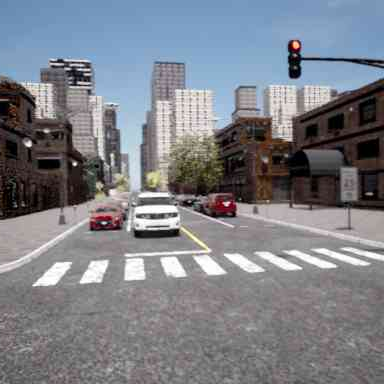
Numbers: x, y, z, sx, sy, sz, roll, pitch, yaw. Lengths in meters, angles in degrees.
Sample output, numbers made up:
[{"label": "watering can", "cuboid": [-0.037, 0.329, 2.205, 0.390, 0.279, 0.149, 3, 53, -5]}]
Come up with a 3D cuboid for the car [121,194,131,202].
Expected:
[{"label": "car", "cuboid": [-13.694, 1.227, 69.409, 2.008, 1.369, 4.403, -1, 0, -10]}]

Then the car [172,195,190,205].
[{"label": "car", "cuboid": [-1.626, 1.161, 49.085, 2.008, 1.369, 4.403, -1, 0, -10]}]

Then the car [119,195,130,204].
[{"label": "car", "cuboid": [-11.757, 1.246, 58.356, 1.752, 1.417, 4.829, -1, 0, -10]}]

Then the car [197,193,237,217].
[{"label": "car", "cuboid": [2.185, 1.031, 27.313, 2.192, 1.841, 5.009, -1, 0, -10]}]

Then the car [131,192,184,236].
[{"label": "car", "cuboid": [-2.046, 1.091, 17.979, 2.150, 2.045, 5.566, -1, 0, -10]}]

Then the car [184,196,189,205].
[{"label": "car", "cuboid": [-0.672, 1.201, 43.643, 1.947, 1.339, 4.313, -1, 0, -10]}]

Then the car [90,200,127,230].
[{"label": "car", "cuboid": [-5.198, 1.449, 20.416, 1.887, 1.381, 4.507, -1, 0, -10]}]

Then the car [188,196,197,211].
[{"label": "car", "cuboid": [1.235, 1.255, 32.758, 1.947, 1.339, 4.313, -1, 0, -10]}]

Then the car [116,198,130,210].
[{"label": "car", "cuboid": [-6.065, 1.440, 25.870, 1.947, 1.339, 4.313, -1, 0, -10]}]

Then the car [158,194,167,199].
[{"label": "car", "cuboid": [-7.346, 1.058, 81.739, 1.802, 1.307, 4.206, -1, 0, -10]}]

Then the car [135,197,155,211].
[{"label": "car", "cuboid": [-5.473, 1.312, 38.074, 2.033, 1.411, 5.357, -1, 0, -10]}]

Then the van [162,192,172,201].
[{"label": "van", "cuboid": [-5.444, 0.859, 70.853, 1.690, 1.788, 3.998, -1, 0, -10]}]

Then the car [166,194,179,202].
[{"label": "car", "cuboid": [-3.533, 1.144, 59.969, 1.802, 1.307, 4.206, -1, 0, -10]}]

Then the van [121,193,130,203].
[{"label": "van", "cuboid": [-12.743, 1.039, 63.965, 1.690, 1.788, 3.998, -1, 0, -10]}]

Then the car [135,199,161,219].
[{"label": "car", "cuboid": [-3.756, 1.381, 27.886, 1.994, 1.385, 4.181, -1, 0, -10]}]

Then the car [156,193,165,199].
[{"label": "car", "cuboid": [-8.300, 1.021, 87.182, 1.947, 1.339, 4.313, -1, 0, -10]}]

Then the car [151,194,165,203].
[{"label": "car", "cuboid": [-6.358, 1.096, 61.091, 2.128, 1.511, 4.902, -1, 0, -10]}]

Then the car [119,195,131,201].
[{"label": "car", "cuboid": [-7.943, 1.346, 36.587, 1.752, 1.417, 4.829, -1, 0, -10]}]
